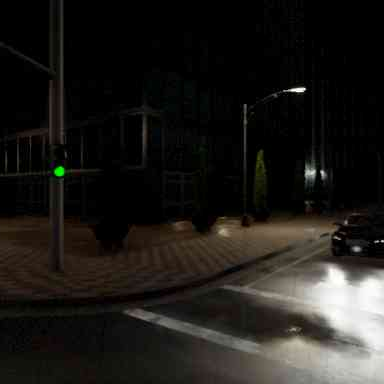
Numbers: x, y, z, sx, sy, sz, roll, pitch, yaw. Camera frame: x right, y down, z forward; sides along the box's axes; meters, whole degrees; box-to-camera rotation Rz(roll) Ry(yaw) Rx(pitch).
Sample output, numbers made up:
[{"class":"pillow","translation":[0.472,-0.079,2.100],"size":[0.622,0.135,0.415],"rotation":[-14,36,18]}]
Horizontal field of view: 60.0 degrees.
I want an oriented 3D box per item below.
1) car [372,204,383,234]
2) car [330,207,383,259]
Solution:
[{"class":"car","translation":[12.083,1.536,19.771],"size":[1.812,1.442,4.674],"rotation":[0,0,36]},{"class":"car","translation":[6.567,1.509,12.322],"size":[2.128,1.511,4.902],"rotation":[0,0,36]}]
